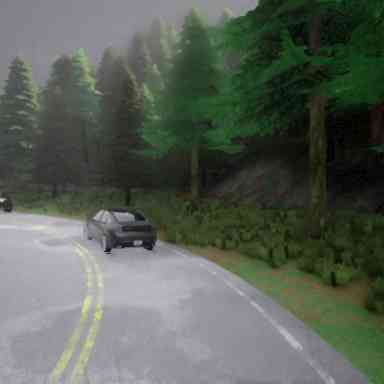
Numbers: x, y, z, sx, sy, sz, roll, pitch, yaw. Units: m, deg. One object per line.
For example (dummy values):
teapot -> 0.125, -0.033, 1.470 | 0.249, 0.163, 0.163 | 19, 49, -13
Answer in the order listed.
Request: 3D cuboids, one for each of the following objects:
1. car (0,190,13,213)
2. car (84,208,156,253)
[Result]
car -> -15.060, 0.489, 23.675 | 4.553, 1.767, 2.097 | 4, -1, 21
car -> -3.035, 1.420, 13.572 | 1.837, 1.490, 4.892 | 2, 1, -29
